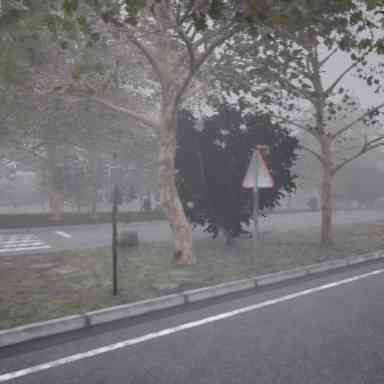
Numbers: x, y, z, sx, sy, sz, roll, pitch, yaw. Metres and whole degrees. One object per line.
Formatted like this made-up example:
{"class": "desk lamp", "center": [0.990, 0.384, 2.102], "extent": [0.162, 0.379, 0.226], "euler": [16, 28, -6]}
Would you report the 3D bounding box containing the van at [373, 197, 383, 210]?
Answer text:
{"class": "van", "center": [29.353, 1.681, 49.507], "extent": [1.878, 1.987, 4.442], "euler": [2, -1, -36]}
